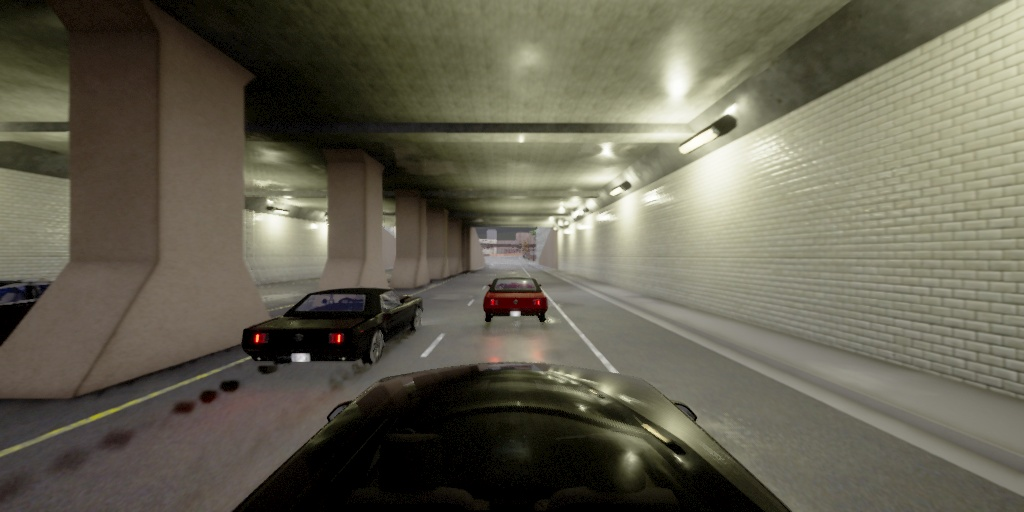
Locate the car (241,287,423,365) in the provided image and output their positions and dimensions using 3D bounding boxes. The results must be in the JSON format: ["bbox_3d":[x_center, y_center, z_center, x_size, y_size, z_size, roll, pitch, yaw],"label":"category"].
[{"bbox_3d":[-3.399,1.351,8.000,1.895,1.301,4.718,0,0,0],"label":"car"}]

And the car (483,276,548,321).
[{"bbox_3d":[0.096,1.353,12.413,1.895,1.301,4.718,0,0,0],"label":"car"}]

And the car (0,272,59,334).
[{"bbox_3d":[-14.099,1.225,7.907,1.882,1.535,5.008,0,0,0],"label":"car"}]

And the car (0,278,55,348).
[{"bbox_3d":[-10.599,1.240,7.172,2.128,1.511,4.902,0,0,0],"label":"car"}]
